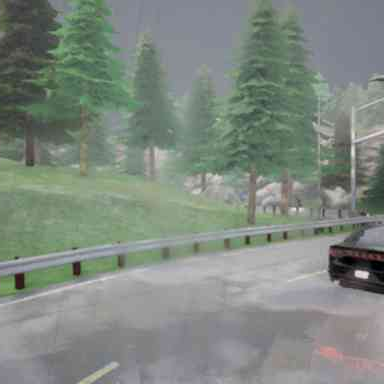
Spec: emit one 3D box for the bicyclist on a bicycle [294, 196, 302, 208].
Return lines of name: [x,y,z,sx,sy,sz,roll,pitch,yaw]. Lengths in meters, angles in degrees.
bicyclist on a bicycle: [13.347,1.329,41.790,1.656,1.620,0.582,-8,3,-37]

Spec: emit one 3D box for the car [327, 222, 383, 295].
car: [5.249,1.460,8.122,5.008,1.535,1.882,0,0,-39]
